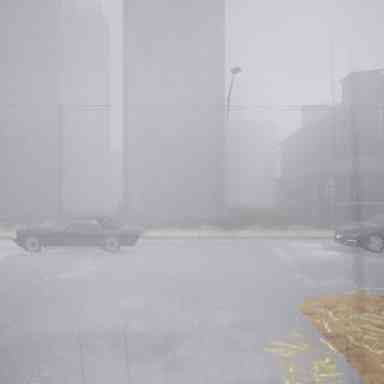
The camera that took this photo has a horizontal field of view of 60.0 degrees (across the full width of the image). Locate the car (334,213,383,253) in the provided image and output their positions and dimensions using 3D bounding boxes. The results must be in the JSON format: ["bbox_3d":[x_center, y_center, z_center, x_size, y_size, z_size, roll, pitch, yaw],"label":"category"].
[{"bbox_3d":[8.161,1.499,13.030,4.892,1.490,1.837,0,0,0],"label":"car"}]

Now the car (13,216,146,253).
[{"bbox_3d":[-4.283,1.596,13.024,4.718,1.301,1.895,0,0,0],"label":"car"}]
